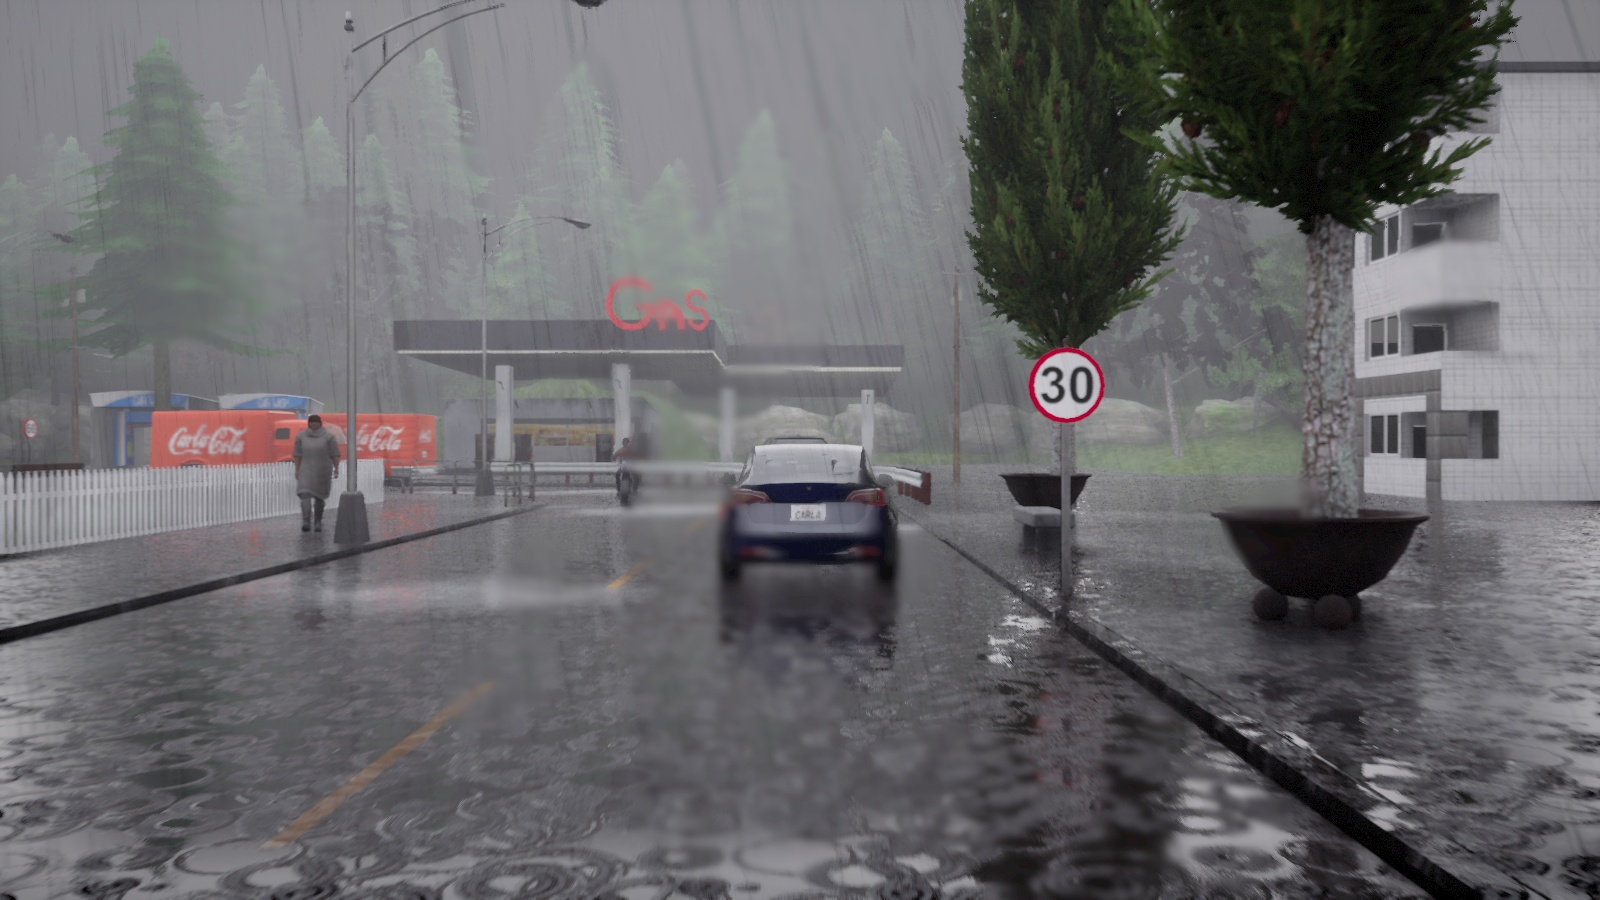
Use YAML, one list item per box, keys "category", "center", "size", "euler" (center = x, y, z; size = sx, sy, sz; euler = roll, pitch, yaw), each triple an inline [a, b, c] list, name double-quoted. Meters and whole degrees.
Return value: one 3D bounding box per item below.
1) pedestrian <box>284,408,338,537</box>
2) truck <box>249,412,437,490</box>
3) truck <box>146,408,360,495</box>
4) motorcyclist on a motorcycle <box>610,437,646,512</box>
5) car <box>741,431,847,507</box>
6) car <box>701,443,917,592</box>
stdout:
- category: "pedestrian"
  center: [-7.605, 0.340, 19.571]
  size: [0.659, 1.952, 0.873]
  euler: [0, 0, -12]
- category: "truck"
  center: [-14.909, 0.016, 41.205]
  size: [5.204, 2.467, 2.627]
  euler: [0, 0, 1]
- category: "truck"
  center: [-16.092, 0.037, 37.198]
  size: [5.204, 2.467, 2.627]
  euler: [0, 0, 0]
- category: "motorcyclist on a motorcycle"
  center: [-3.952, 0.531, 28.845]
  size: [0.766, 1.649, 2.350]
  euler: [-1, 1, -8]
- category: "car"
  center: [-0.240, 0.429, 31.424]
  size: [2.097, 1.767, 4.553]
  euler: [0, 0, -7]
- category: "car"
  center: [0.102, 0.662, 14.952]
  size: [2.163, 1.488, 4.792]
  euler: [0, 0, 0]
